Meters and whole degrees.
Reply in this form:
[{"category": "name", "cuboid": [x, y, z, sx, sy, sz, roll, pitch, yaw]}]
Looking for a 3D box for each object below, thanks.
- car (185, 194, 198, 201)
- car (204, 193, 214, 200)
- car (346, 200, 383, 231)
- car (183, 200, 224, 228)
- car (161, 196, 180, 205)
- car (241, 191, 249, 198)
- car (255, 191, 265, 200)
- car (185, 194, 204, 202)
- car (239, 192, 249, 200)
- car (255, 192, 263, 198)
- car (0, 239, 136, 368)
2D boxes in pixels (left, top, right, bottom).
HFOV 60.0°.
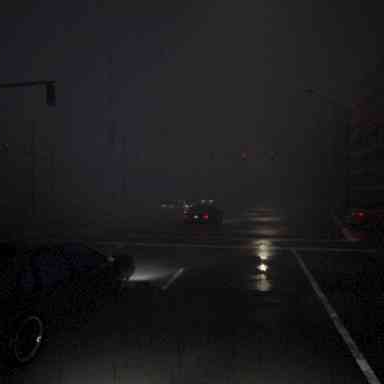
[{"category": "car", "cuboid": [-0.091, 1.085, 69.839, 1.895, 1.301, 4.718, 0, 1, 11]}, {"category": "car", "cuboid": [3.428, 1.004, 69.586, 1.812, 1.442, 4.674, 0, 1, 11]}, {"category": "car", "cuboid": [11.979, 1.357, 20.224, 4.553, 1.767, 2.097, 0, 0, 1]}, {"category": "car", "cuboid": [0.854, 1.537, 22.370, 2.033, 1.411, 5.357, 0, 0, 14]}, {"category": "car", "cuboid": [-3.350, 1.316, 53.808, 2.033, 1.411, 5.357, 0, 1, 12]}, {"category": "car", "cuboid": [13.146, 0.632, 82.524, 1.882, 1.535, 5.008, 0, 0, 11]}, {"category": "car", "cuboid": [14.613, 0.746, 71.987, 2.097, 1.767, 4.553, 0, 1, 11]}, {"category": "car", "cuboid": [0.179, 1.265, 53.630, 1.837, 1.490, 4.892, 0, 1, 12]}, {"category": "car", "cuboid": [11.107, 0.935, 72.302, 2.033, 1.411, 5.357, 0, 1, 11]}, {"category": "car", "cuboid": [16.578, 0.652, 81.840, 1.837, 1.490, 4.892, 0, 0, 11]}, {"category": "car", "cuboid": [-2.734, 1.551, 5.821, 2.033, 1.411, 5.357, 0, 0, 11]}]
